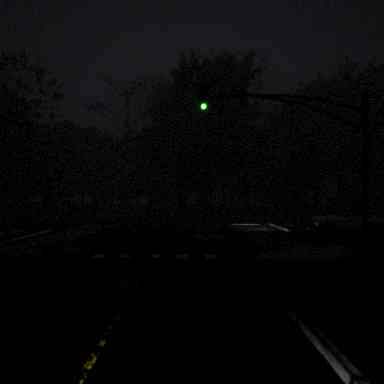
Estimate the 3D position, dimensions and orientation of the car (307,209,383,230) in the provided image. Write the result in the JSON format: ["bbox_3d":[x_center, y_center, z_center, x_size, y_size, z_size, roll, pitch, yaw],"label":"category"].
[{"bbox_3d":[10.960,1.952,23.488,4.718,1.301,1.895,0,-1,0],"label":"car"}]

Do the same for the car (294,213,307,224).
[{"bbox_3d":[10.769,1.998,26.746,4.718,1.301,1.895,0,-1,0],"label":"car"}]
